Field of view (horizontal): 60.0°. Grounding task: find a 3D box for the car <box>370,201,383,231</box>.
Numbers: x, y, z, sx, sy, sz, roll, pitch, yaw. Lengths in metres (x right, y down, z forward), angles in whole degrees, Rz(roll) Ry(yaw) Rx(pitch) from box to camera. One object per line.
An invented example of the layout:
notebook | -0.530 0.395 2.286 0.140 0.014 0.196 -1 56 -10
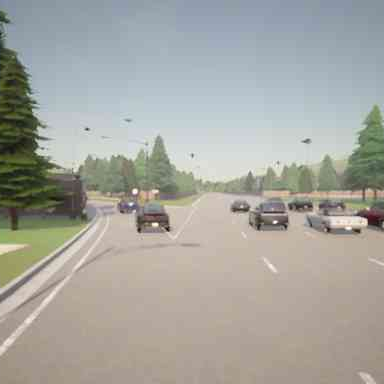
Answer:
car | 11.682 1.327 19.848 2.097 1.767 4.553 0 0 3

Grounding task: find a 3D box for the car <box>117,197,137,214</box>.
car | -7.002 1.366 36.584 2.097 1.767 4.553 0 0 -17

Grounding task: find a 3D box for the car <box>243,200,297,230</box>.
car | 4.720 1.481 20.863 2.128 1.511 4.902 0 0 3

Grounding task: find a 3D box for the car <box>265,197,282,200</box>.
car | 8.955 1.332 37.016 2.097 1.767 4.553 0 0 3

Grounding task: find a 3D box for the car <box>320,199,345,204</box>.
car | 15.999 1.491 38.093 1.812 1.442 4.674 0 0 2

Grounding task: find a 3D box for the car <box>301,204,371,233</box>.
car | 8.155 1.583 19.318 1.895 1.301 4.718 0 0 3

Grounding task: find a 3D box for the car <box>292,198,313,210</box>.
car | 12.537 1.450 38.738 1.882 1.535 5.008 0 0 3

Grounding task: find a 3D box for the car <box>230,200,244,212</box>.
car | 5.494 1.551 37.942 1.994 1.385 4.181 0 0 3

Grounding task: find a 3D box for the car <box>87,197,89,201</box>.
car | -27.637 1.572 84.905 1.812 1.442 4.674 0 0 -31

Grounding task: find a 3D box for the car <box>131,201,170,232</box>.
car | -2.509 1.510 20.237 1.837 1.490 4.892 0 0 -12
